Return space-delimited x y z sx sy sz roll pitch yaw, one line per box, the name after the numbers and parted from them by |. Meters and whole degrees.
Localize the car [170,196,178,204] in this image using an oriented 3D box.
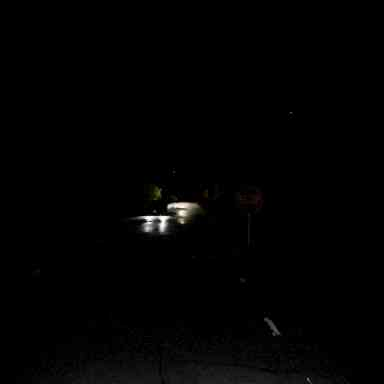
-3.579 1.540 61.728 2.128 1.511 4.902 0 -1 -1 | car

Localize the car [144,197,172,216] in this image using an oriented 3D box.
-3.152 1.432 30.001 1.994 1.385 4.181 0 1 -1 | car
